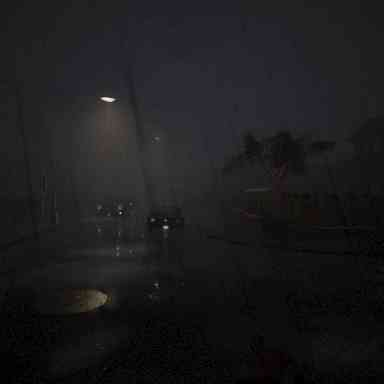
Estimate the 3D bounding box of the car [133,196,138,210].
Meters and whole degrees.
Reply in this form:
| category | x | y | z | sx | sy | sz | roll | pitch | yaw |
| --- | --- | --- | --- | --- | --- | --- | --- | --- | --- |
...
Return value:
| category | x | y | z | sx | sy | sz | roll | pitch | yaw |
| --- | --- | --- | --- | --- | --- | --- | --- | --- | --- |
| car | -7.098 | 1.173 | 37.165 | 1.837 | 1.490 | 4.892 | 0 | 1 | -4 |

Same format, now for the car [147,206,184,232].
| category | x | y | z | sx | sy | sz | roll | pitch | yaw |
| --- | --- | --- | --- | --- | --- | --- | --- | --- | --- |
| car | -1.488 | 1.433 | 18.789 | 1.895 | 1.301 | 4.718 | 0 | 1 | -4 |

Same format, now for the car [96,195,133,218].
| category | x | y | z | sx | sy | sz | roll | pitch | yaw |
| --- | --- | --- | --- | --- | --- | --- | --- | --- | --- |
| car | -6.303 | 1.113 | 26.826 | 2.097 | 1.767 | 4.553 | 0 | 1 | -4 |
